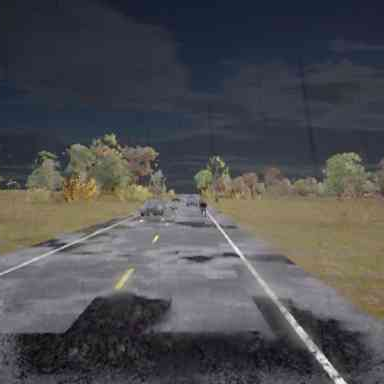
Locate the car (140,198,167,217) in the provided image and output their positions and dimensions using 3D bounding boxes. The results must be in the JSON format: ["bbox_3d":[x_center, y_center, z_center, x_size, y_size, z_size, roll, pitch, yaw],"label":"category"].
[{"bbox_3d":[-3.592,1.382,31.485,2.097,1.767,4.553,0,0,0],"label":"car"}]

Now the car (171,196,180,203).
[{"bbox_3d":[-3.493,1.549,72.463,2.033,1.411,5.357,0,0,0],"label":"car"}]

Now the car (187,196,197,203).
[{"bbox_3d":[0.008,1.608,75.283,2.033,1.411,5.357,0,0,0],"label":"car"}]

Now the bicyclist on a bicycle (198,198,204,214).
[{"bbox_3d":[0.966,1.487,36.109,0.582,1.620,1.656,0,0,0],"label":"bicyclist on a bicycle"}]

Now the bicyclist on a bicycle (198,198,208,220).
[{"bbox_3d":[0.965,1.396,26.679,0.659,1.776,1.843,0,0,0],"label":"bicyclist on a bicycle"}]

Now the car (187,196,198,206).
[{"bbox_3d":[0.041,1.598,55.019,2.033,1.411,5.357,0,0,1],"label":"car"}]
